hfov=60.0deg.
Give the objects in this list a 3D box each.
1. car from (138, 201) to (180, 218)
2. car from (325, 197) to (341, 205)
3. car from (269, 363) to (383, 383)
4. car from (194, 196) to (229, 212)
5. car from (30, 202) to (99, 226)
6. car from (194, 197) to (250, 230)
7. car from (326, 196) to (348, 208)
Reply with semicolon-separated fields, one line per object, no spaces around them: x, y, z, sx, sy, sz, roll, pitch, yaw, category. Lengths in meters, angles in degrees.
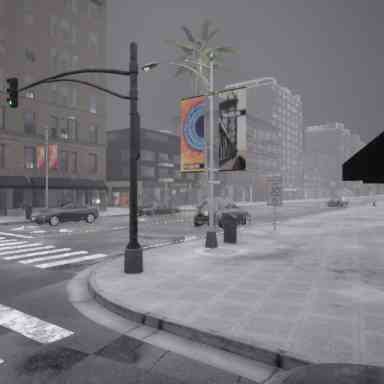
-3.286;1.580;31.536;2.033;1.411;5.357;0;0;35;car
26.381;1.711;62.054;1.994;1.385;4.181;0;0;35;car
2.218;1.551;1.268;4.403;1.369;2.008;0;0;35;car
2.361;1.404;39.546;2.097;1.767;4.553;0;0;35;car
-8.905;1.520;23.555;1.837;1.490;4.892;0;0;35;car
2.095;1.388;21.893;2.097;1.767;4.553;0;0;35;car
22.340;1.469;50.664;2.097;1.767;4.553;0;0;35;car
